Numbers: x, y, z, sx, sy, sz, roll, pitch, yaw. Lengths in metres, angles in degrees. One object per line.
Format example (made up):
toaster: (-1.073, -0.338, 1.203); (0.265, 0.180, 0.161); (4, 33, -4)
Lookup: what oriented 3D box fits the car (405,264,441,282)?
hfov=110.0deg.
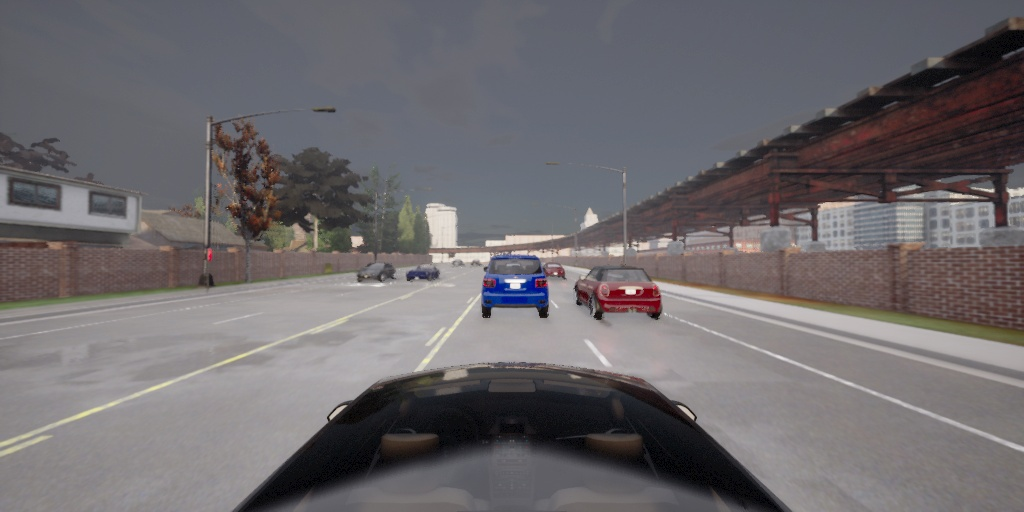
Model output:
car: (-7.097, 1.356, 28.966); (1.895, 1.301, 4.718); (0, 0, 0)

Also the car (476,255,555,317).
car: (0.099, 0.973, 13.290); (2.150, 2.045, 5.566); (0, 0, 0)

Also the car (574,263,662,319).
car: (3.601, 1.103, 13.002); (2.097, 1.767, 4.553); (0, 0, 0)

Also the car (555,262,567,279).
car: (3.602, 1.280, 31.926); (1.812, 1.442, 4.674); (0, 0, 0)

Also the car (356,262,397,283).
car: (-10.597, 1.260, 28.386); (1.837, 1.490, 4.892); (0, 0, 0)
